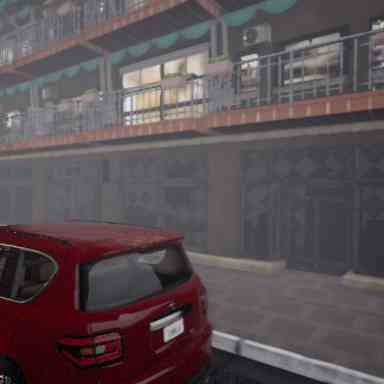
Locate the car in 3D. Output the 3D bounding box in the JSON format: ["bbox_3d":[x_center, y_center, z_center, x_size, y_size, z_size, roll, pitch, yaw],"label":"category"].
[{"bbox_3d":[-2.108,1.307,4.357,5.009,1.841,2.192,0,1,35],"label":"car"}]
